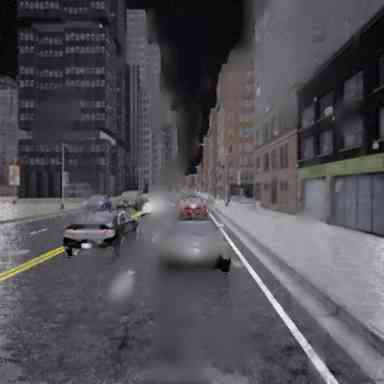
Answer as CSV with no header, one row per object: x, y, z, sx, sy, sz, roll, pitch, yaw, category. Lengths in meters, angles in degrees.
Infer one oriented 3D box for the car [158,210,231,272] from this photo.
0.086,1.476,10.434,1.994,1.385,4.181,0,1,0,car

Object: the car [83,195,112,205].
-9.798,1.061,34.812,2.097,1.767,4.553,0,0,0,car

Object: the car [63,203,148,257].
-3.154,1.385,12.404,2.128,1.511,4.902,0,0,0,car

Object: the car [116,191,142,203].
-6.549,0.922,35.634,2.150,2.045,5.566,0,1,0,car

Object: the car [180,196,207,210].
0.112,1.123,27.406,2.097,1.767,4.553,0,1,0,car

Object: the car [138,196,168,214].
-3.126,1.286,28.554,1.812,1.442,4.674,0,0,1,car
